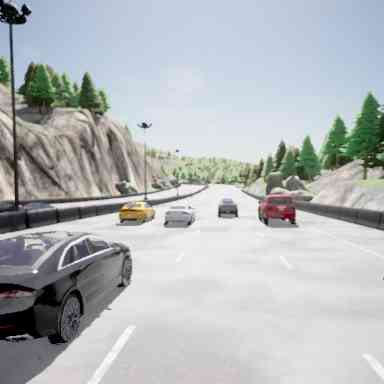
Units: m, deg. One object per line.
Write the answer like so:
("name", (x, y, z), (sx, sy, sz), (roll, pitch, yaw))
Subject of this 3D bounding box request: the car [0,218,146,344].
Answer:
("car", (-2.580, 1.510, 6.467), (2.128, 1.511, 4.902), (0, 0, 6))

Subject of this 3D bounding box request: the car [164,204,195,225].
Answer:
("car", (-0.829, 1.572, 24.271), (1.812, 1.442, 4.674), (0, 0, 6))

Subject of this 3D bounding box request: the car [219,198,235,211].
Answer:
("car", (4.493, 1.545, 42.647), (1.882, 1.535, 5.008), (0, 0, 6))

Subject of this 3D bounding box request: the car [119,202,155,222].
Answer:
("car", (-4.182, 1.535, 25.950), (1.882, 1.535, 5.008), (0, 0, 6))

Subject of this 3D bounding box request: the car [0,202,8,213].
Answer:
("car", (-17.982, 1.664, 30.684), (1.994, 1.385, 4.181), (0, 0, 6))

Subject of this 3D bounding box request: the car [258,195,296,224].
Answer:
("car", (6.269, 1.253, 24.945), (2.150, 2.045, 5.566), (0, 0, 6))

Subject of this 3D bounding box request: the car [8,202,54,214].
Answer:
("car", (-14.459, 1.655, 30.738), (1.994, 1.385, 4.181), (0, 0, 6))

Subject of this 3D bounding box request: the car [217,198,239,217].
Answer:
("car", (3.445, 1.543, 31.980), (2.128, 1.511, 4.902), (0, 0, 6))
